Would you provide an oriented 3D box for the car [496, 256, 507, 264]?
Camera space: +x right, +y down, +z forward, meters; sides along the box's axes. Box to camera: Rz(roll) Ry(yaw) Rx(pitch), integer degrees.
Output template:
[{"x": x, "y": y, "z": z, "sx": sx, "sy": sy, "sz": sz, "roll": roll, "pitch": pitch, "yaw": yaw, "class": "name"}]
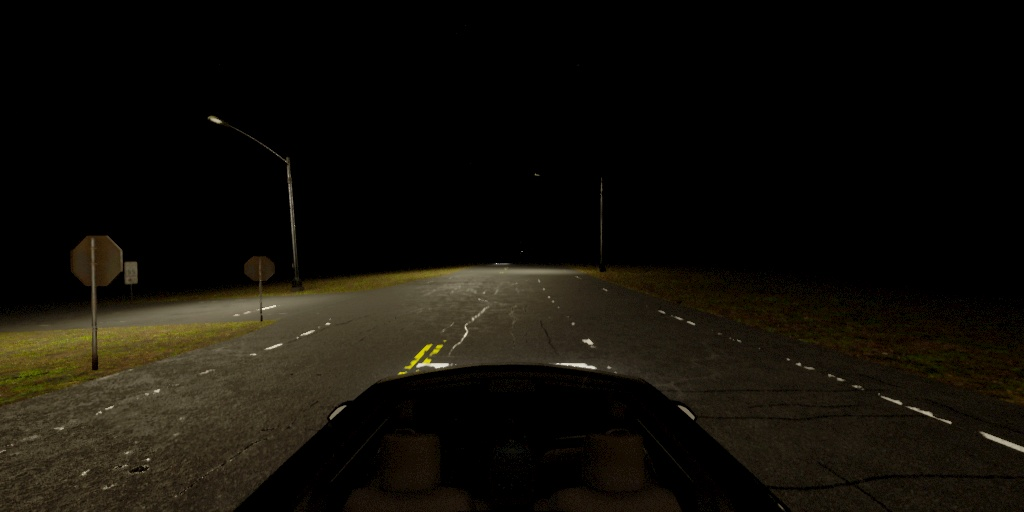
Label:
[{"x": -1.866, "y": 0.719, "z": 65.329, "sx": 1.994, "sy": 1.385, "sz": 4.181, "roll": 0, "pitch": 1, "yaw": 2, "class": "car"}]
